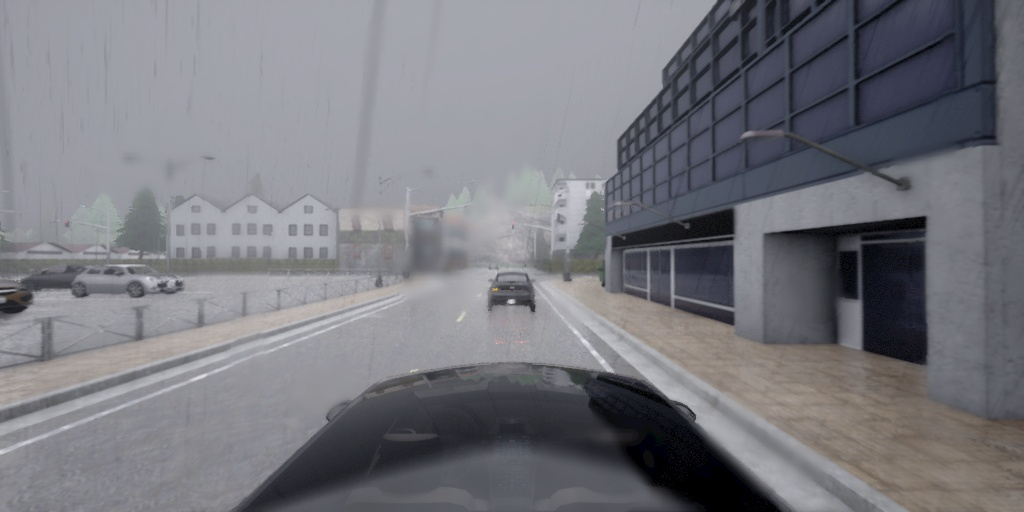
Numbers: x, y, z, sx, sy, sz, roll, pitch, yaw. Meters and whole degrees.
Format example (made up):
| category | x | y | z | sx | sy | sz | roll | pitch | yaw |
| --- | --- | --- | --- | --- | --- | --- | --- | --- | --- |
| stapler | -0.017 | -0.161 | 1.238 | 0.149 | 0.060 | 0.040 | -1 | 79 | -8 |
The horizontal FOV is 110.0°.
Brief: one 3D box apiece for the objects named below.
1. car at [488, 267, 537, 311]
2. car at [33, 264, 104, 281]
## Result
| category | x | y | z | sx | sy | sz | roll | pitch | yaw |
| --- | --- | --- | --- | --- | --- | --- | --- | --- | --- |
| car | 0.024 | 1.403 | 15.359 | 1.837 | 1.490 | 4.892 | 0 | 0 | 0 |
| car | -44.533 | 1.506 | 36.082 | 4.181 | 1.385 | 1.994 | 0 | -1 | 1 |
